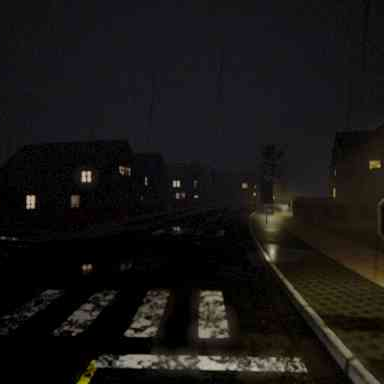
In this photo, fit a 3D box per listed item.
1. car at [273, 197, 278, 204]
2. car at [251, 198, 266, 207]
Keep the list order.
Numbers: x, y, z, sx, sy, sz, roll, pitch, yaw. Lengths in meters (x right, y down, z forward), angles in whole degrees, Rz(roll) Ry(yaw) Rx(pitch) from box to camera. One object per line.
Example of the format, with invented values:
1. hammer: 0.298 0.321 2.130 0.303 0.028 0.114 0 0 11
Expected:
1. car: 15.427 1.620 65.191 2.128 1.511 4.902 -1 0 27
2. car: 11.264 1.735 55.816 1.895 1.301 4.718 0 0 23
